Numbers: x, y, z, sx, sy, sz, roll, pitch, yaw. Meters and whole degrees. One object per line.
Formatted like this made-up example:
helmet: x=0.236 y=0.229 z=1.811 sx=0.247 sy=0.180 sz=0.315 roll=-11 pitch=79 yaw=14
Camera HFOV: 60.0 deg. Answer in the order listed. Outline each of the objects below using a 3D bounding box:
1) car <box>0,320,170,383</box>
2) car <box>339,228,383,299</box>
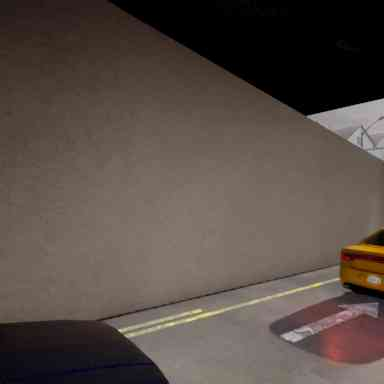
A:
car: x=-2.697 y=1.547 z=1.861 sx=5.357 sy=1.411 sz=2.033 roll=0 pitch=0 yaw=-35
car: x=5.400 y=1.477 z=7.610 sx=5.008 sy=1.535 sz=1.882 roll=0 pitch=0 yaw=-35
